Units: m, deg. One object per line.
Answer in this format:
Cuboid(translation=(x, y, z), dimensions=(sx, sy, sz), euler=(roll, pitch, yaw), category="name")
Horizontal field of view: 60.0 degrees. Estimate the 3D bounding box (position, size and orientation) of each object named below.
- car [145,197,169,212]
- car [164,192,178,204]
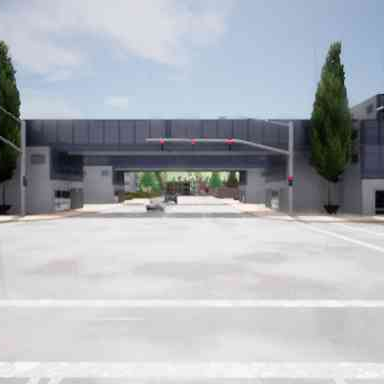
Cuboid(translation=(-4.090, 1.537, 37.764), dimensions=(1.895, 1.301, 4.718), euler=(0, 0, 0), category="car")
Cuboid(translation=(-3.893, 1.114, 62.409), dimensions=(2.150, 2.045, 5.566), euler=(0, 0, 0), category="car")
